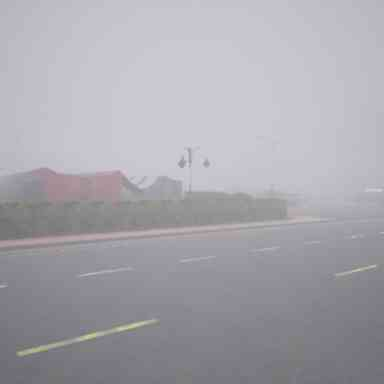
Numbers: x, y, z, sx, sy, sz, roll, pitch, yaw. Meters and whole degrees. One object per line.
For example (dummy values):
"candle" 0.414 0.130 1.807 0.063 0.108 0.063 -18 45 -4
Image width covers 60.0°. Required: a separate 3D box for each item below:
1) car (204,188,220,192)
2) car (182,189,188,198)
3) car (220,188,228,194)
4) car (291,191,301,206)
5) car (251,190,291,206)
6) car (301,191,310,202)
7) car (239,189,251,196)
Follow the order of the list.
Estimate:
"car" 4.242 0.009 81.191 1.905 1.878 3.866 0 1 -34
"car" -2.125 0.334 55.659 1.932 1.855 4.605 0 1 -34
"car" 6.668 0.005 82.771 1.932 1.855 4.605 0 1 -34
"car" 13.114 0.812 47.865 1.784 1.438 3.905 0 1 -34
"car" 10.923 0.603 46.314 1.932 1.855 4.605 0 1 -34
"car" 15.509 0.842 49.490 1.970 1.475 3.806 0 1 -34
"car" 11.806 0.565 65.224 1.970 1.475 3.806 0 1 -34
